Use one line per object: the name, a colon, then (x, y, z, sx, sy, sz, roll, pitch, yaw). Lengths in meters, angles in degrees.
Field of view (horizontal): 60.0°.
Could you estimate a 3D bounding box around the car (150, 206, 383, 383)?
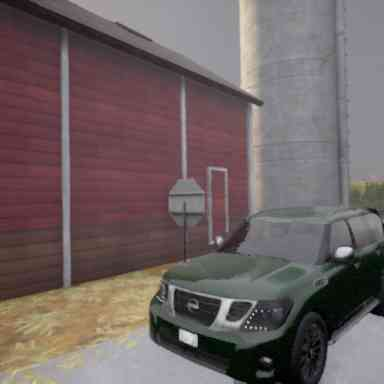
car: (1.870, 1.330, 5.884, 2.150, 2.045, 5.566, -2, -1, 44)
